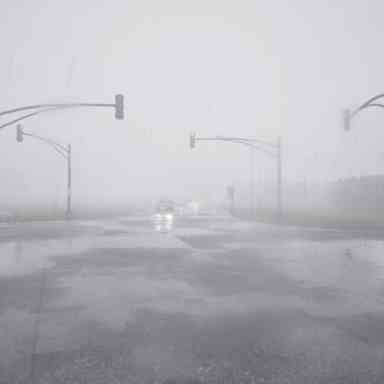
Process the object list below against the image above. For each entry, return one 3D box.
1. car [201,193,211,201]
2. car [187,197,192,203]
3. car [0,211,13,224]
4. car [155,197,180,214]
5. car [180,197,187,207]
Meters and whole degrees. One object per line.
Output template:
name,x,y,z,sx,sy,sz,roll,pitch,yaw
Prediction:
car,3.412,1.190,79.138,2.150,2.045,5.566,0,0,5
car,-1.146,1.581,66.030,1.895,1.301,4.718,0,0,4
car,-14.999,1.609,22.582,4.718,1.301,1.895,0,-1,-2
car,-2.841,1.491,35.953,2.128,1.511,4.902,0,0,2
car,-2.184,1.518,50.199,1.812,1.442,4.674,0,0,4
